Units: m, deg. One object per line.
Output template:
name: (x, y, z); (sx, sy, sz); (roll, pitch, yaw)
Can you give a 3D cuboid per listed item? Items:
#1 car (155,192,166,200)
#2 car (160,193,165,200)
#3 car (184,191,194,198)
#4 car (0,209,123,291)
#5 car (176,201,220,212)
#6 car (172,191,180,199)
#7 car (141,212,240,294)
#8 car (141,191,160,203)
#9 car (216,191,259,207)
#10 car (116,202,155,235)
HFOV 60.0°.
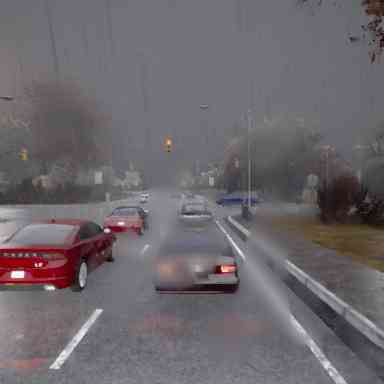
car: (-7.107, 0.873, 75.760); (2.128, 1.511, 4.902); (0, 1, -1)
car: (-7.039, 0.963, 65.372); (2.128, 1.511, 4.902); (0, 1, 0)
car: (-0.473, 0.716, 86.142); (2.128, 1.511, 4.902); (0, 1, -4)
car: (-3.396, 1.445, 8.956); (1.882, 1.535, 5.008); (0, 0, 0)
car: (0.133, 1.380, 18.575); (2.128, 1.511, 4.902); (0, 0, -1)
car: (-3.733, 0.808, 80.538); (2.128, 1.511, 4.902); (0, 1, -3)
car: (0.102, 1.516, 8.883); (2.033, 1.411, 5.357); (0, 0, 0)
car: (-7.081, 0.791, 55.199); (2.150, 2.045, 5.566); (0, 0, 0)
car: (5.942, 0.895, 43.348); (5.566, 2.045, 2.150); (0, 1, 7)
car: (-3.395, 1.458, 17.943); (1.994, 1.385, 4.181); (0, 0, 0)
